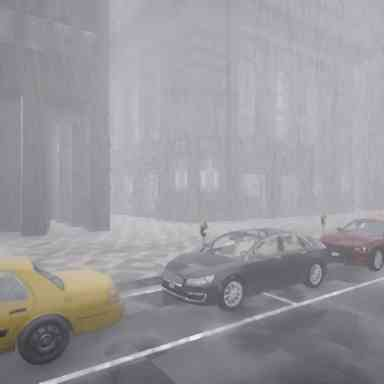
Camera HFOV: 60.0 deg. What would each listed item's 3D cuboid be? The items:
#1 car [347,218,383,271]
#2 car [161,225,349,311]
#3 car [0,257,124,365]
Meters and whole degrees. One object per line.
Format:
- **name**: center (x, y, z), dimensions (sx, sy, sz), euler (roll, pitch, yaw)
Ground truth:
- **car**: center (5.954, 1.544, 10.895), dimensions (4.507, 1.381, 1.887), euler (0, 0, -35)
- **car**: center (1.385, 1.549, 7.636), dimensions (4.403, 1.369, 2.008), euler (0, 0, -35)
- **car**: center (-3.332, 1.523, 4.271), dimensions (4.829, 1.417, 1.752), euler (0, 0, -35)
